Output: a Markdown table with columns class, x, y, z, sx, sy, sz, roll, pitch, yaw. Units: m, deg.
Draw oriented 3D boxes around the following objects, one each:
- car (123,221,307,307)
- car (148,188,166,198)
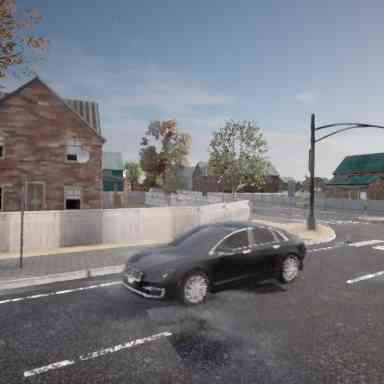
| class | x | y | z | sx | sy | sz | roll | pitch | yaw |
| --- | --- | --- | --- | --- | --- | --- | --- | --- | --- |
| car | 0.757 | 1.521 | 8.067 | 4.892 | 1.490 | 1.837 | 0 | 0 | -35 |
| car | -6.546 | 0.338 | 61.635 | 2.150 | 2.045 | 5.566 | 1 | 0 | -21 |
